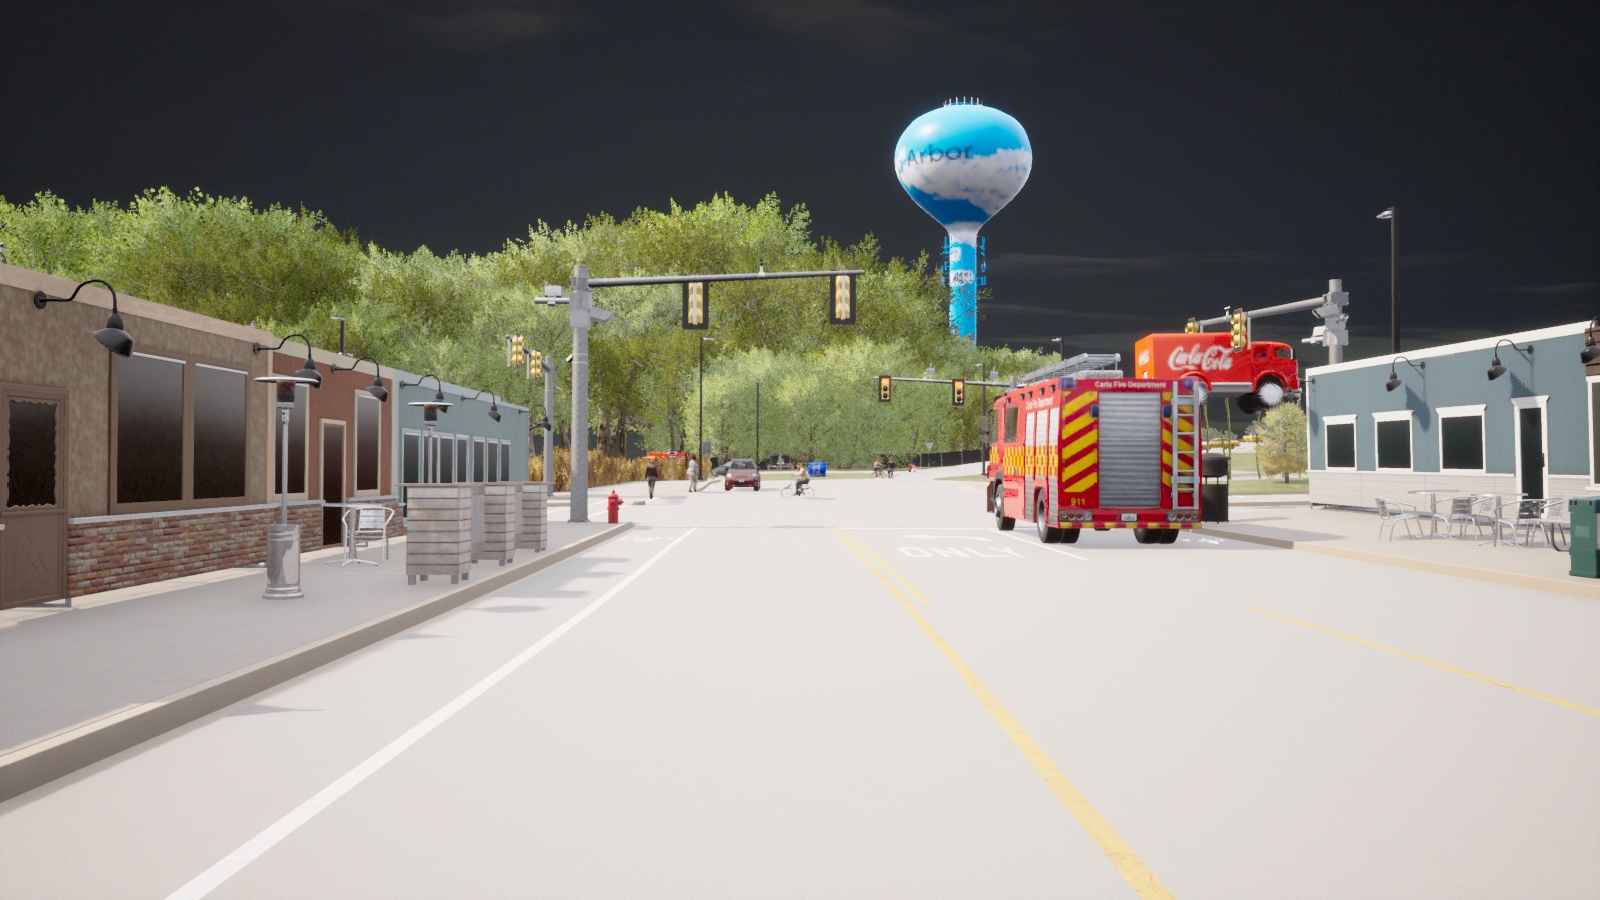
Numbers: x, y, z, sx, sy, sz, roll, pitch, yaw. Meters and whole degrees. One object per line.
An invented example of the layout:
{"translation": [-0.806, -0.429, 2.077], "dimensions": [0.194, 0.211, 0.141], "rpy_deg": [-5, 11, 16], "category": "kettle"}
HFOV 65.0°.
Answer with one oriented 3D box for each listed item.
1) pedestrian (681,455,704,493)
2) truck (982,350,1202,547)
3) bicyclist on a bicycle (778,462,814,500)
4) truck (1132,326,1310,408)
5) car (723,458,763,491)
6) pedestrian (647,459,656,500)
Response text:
{"translation": [-5.263, 1.194, 61.582], "dimensions": [0.900, 1.855, 0.874], "rpy_deg": [0, -1, -24], "category": "pedestrian"}
{"translation": [6.313, 0.008, 28.718], "dimensions": [2.891, 3.827, 8.468], "rpy_deg": [0, -1, -1], "category": "truck"}
{"translation": [-0.165, 1.350, 54.763], "dimensions": [1.509, 1.612, 0.866], "rpy_deg": [0, 0, 4], "category": "bicyclist on a bicycle"}
{"translation": [14.483, -2.842, 43.502], "dimensions": [5.204, 2.467, 2.627], "rpy_deg": [-1, -3, 0], "category": "truck"}
{"translation": [-2.920, 1.247, 64.968], "dimensions": [1.851, 1.617, 3.988], "rpy_deg": [0, 1, 0], "category": "car"}
{"translation": [-6.732, 1.330, 56.923], "dimensions": [0.376, 1.854, 0.720], "rpy_deg": [0, -1, -4], "category": "pedestrian"}
